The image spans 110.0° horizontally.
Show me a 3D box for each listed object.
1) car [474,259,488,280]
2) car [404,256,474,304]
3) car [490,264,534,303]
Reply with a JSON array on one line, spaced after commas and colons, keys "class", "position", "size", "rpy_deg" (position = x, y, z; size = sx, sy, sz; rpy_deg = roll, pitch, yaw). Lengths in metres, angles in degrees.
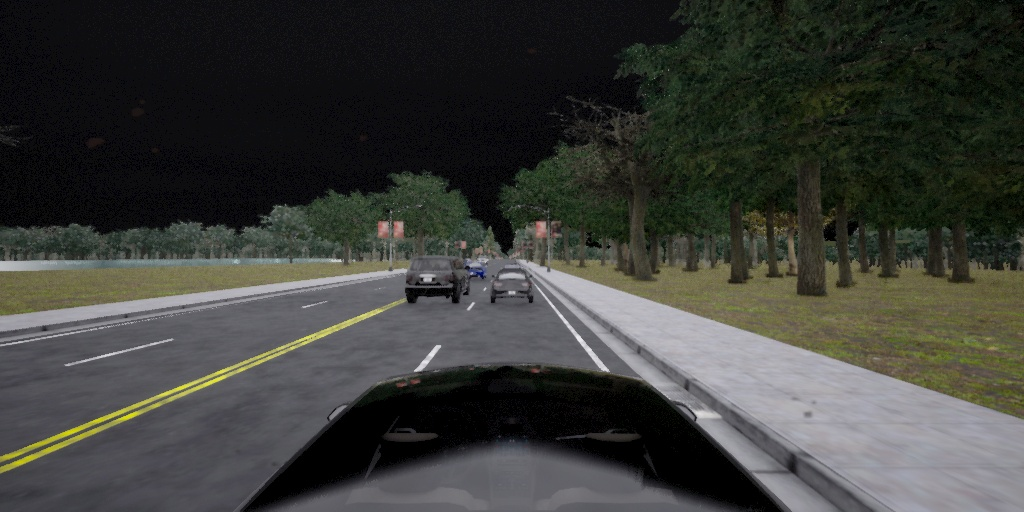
[{"class": "car", "position": [-3.250, 1.244, 31.505], "size": [1.882, 1.535, 5.008], "rpy_deg": [0, 0, 0]}, {"class": "car", "position": [-3.250, 1.012, 16.534], "size": [2.150, 2.045, 5.566], "rpy_deg": [0, 0, 0]}, {"class": "car", "position": [0.000, 1.287, 16.502], "size": [1.812, 1.442, 4.674], "rpy_deg": [0, 0, 0]}]
